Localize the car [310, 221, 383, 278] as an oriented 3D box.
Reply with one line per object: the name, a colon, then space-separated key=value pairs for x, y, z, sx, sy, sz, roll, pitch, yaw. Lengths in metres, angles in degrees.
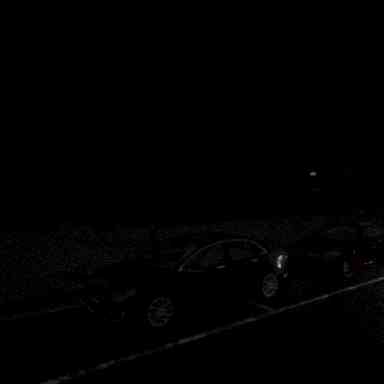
car: x=4.682 y=1.566 z=9.978 sx=4.206 sy=1.307 sz=1.802 roll=0 pitch=0 yaw=-35

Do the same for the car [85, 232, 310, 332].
car: x=0.113 y=1.544 z=6.724 sx=4.403 sy=1.369 sz=2.008 roll=0 pitch=0 yaw=-35
